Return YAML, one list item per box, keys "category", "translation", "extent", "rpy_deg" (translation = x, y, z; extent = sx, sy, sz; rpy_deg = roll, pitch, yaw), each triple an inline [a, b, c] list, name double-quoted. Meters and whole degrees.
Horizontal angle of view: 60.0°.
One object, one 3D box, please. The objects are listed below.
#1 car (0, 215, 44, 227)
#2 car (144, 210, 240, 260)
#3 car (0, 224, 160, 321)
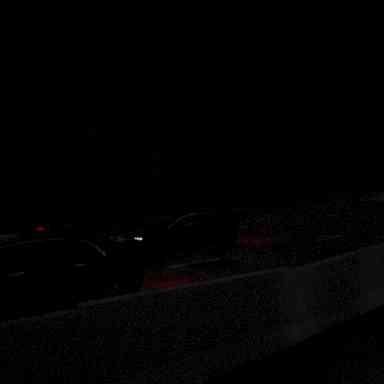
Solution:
- category: "car"
  translation: [-7.523, 1.527, 11.524]
  extent: [4.674, 1.442, 1.812]
  rpy_deg: [0, 0, -36]
- category: "car"
  translation: [-0.406, 1.447, 12.299]
  extent: [4.902, 1.511, 2.128]
  rpy_deg: [-1, 1, -35]
- category: "car"
  translation: [-3.221, 1.506, 5.994]
  extent: [4.892, 1.490, 1.837]
  rpy_deg: [0, 0, -36]
